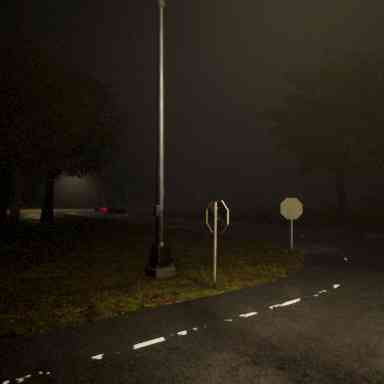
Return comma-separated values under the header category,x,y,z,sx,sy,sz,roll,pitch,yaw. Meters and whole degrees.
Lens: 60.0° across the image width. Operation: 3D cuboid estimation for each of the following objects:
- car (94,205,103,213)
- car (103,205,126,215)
category,x,y,z,sx,sy,sz,roll,pitch,yaw
car,-16.624,3.126,61.221,1.994,1.385,4.181,2,-2,-34
car,-12.581,2.920,55.171,1.882,1.535,5.008,2,-2,-33
